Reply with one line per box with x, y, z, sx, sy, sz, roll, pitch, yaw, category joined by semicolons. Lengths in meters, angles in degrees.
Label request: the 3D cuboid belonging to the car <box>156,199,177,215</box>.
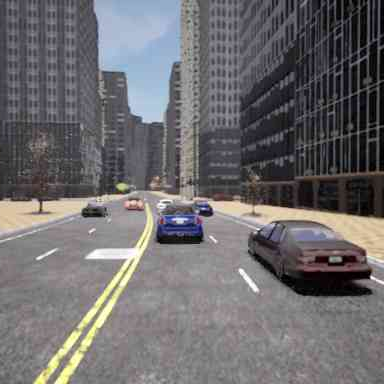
-2.702;1.506;34.423;1.812;1.442;4.674;0;0;-8;car

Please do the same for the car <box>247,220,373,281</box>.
3.046;1.535;9.851;2.033;1.411;5.357;0;0;-3;car

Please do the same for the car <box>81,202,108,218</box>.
-8.899;1.610;30.586;1.895;1.301;4.718;0;0;-8;car

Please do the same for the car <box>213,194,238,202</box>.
7.337;1.401;77.665;5.009;1.841;2.192;0;0;-7;car

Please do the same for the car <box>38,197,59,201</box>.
-31.265;1.467;72.611;4.313;1.339;1.947;0;0;-7;car

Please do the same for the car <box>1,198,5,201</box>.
-42.556;1.410;71.286;4.313;1.339;1.947;0;0;-7;car

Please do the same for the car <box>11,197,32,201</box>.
-36.909;1.455;71.929;4.206;1.307;1.802;0;0;-7;car

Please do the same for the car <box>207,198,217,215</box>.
0.791;1.532;32.849;1.994;1.385;4.181;0;0;-8;car

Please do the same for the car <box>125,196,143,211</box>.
-7.052;1.340;40.685;2.097;1.767;4.553;0;0;-8;car

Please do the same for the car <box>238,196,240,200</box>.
11.700;1.495;86.670;4.829;1.417;1.752;0;0;-7;car

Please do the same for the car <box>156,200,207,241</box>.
-0.673;1.343;16.733;2.097;1.767;4.553;0;0;-4;car
